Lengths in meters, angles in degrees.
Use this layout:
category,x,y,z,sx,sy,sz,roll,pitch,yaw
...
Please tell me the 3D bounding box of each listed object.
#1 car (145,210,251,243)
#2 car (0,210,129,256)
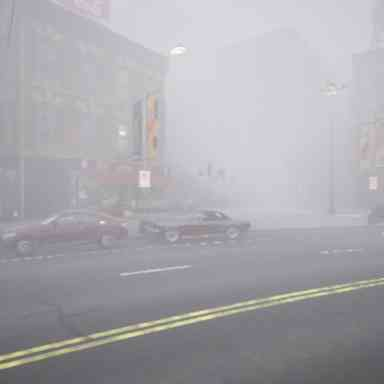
category,x,y,z,sx,sy,sz,roll,pitch,yaw
car,0.259,1.517,15.502,4.718,1.301,1.895,0,0,-22
car,-4.733,1.430,12.688,4.674,1.452,2.002,0,0,-32
